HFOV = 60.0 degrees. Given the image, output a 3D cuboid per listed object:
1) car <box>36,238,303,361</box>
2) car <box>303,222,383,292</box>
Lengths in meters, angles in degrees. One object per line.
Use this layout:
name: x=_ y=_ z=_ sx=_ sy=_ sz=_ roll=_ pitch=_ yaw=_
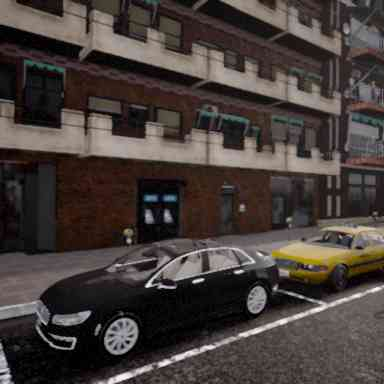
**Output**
car: x=-0.319 y=1.551 z=5.859 sx=4.403 sy=1.369 sz=2.008 roll=0 pitch=1 yaw=-36
car: x=4.070 y=1.526 z=8.991 sx=4.829 sy=1.417 sz=1.752 roll=0 pitch=1 yaw=-36
